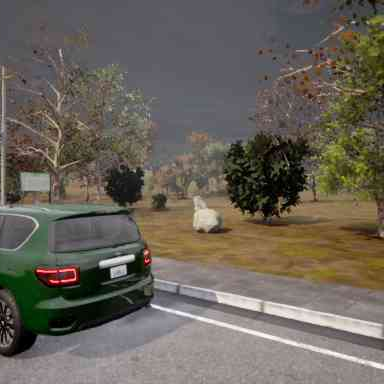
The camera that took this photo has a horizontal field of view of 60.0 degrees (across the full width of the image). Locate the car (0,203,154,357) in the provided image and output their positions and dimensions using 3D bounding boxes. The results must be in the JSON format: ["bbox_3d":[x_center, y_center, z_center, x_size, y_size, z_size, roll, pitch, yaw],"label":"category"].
[{"bbox_3d":[-3.230,1.221,6.279,5.566,2.045,2.150,0,0,35],"label":"car"}]
